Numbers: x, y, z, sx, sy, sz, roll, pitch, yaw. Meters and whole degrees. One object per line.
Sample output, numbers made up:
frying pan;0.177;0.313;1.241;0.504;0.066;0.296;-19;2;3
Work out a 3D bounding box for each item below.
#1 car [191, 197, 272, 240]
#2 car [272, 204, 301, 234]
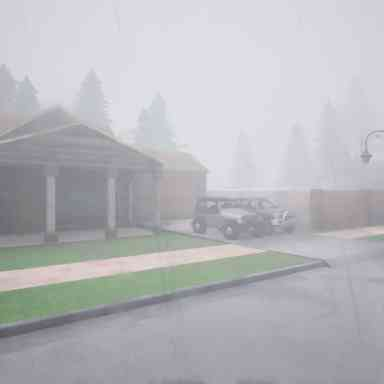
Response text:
car;1.596;1.176;15.971;1.905;1.878;3.866;0;0;-36
car;3.415;1.174;17.749;1.932;1.855;4.605;0;0;-36
